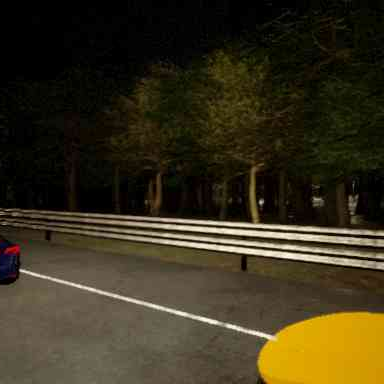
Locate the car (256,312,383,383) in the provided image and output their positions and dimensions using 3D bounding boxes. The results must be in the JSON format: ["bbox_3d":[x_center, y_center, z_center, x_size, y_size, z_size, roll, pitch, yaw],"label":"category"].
[{"bbox_3d":[2.797,1.474,1.874,5.008,1.535,1.882,0,0,36],"label":"car"}]

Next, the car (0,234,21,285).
[{"bbox_3d":[-6.177,1.506,8.282,4.792,1.488,2.163,0,0,36],"label":"car"}]
